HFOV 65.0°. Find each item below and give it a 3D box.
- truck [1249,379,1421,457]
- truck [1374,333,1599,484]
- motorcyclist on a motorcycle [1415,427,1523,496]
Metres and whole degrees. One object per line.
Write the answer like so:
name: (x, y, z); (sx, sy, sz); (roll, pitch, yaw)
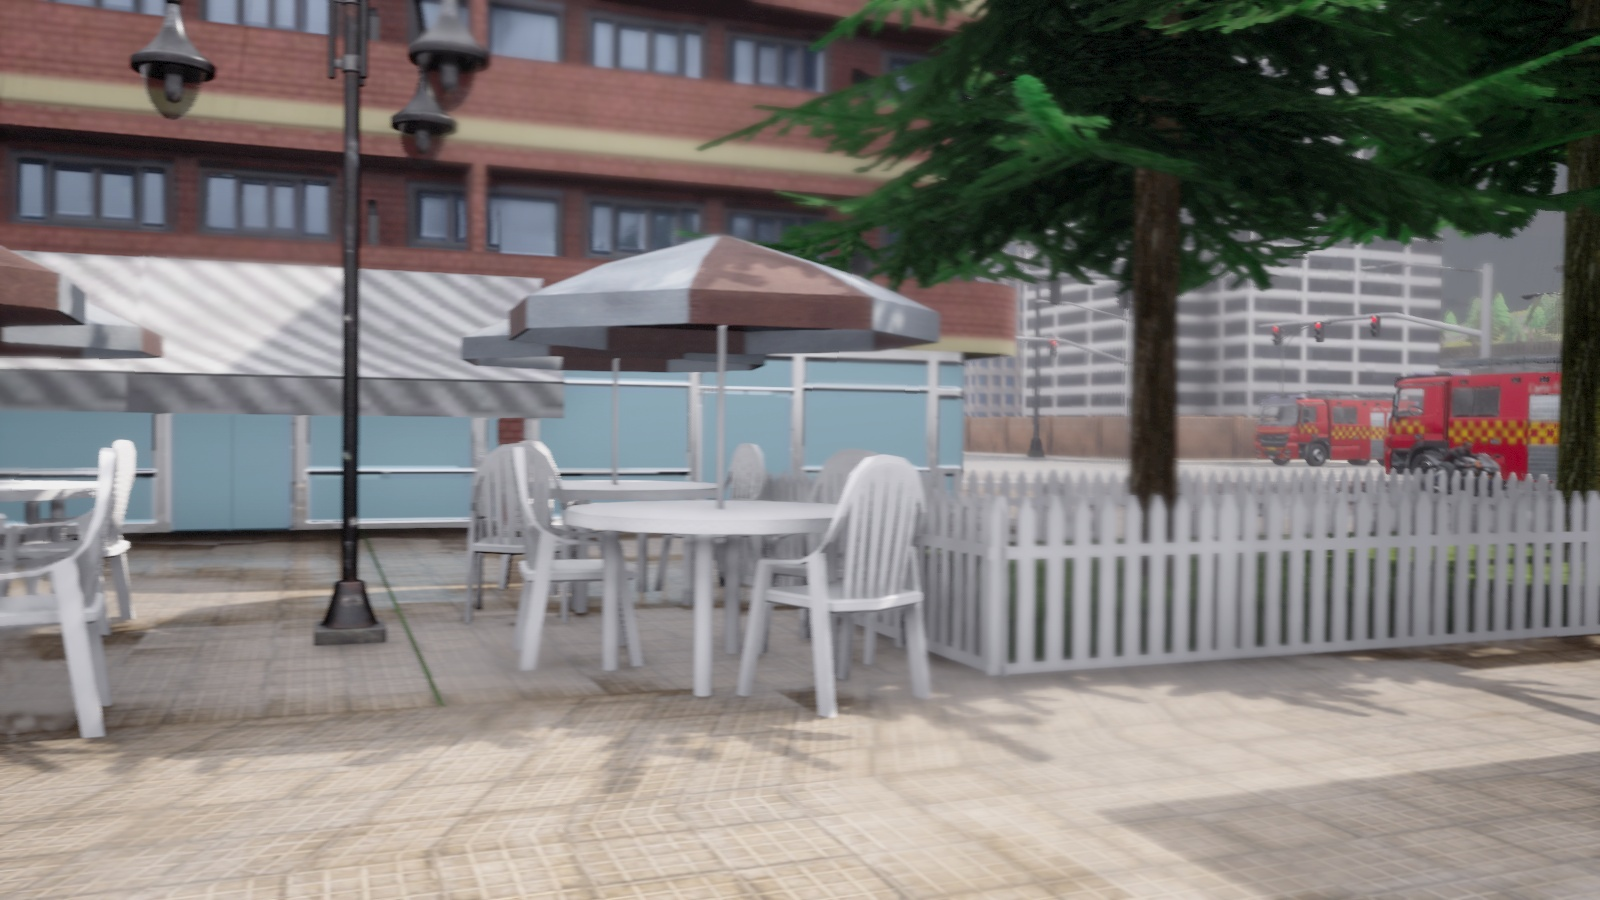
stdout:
truck: (27.382, -1.654, 64.278); (8.468, 3.827, 2.891); (-1, 1, -21)
truck: (20.654, -1.113, 35.486); (2.891, 3.827, 8.468); (-1, 1, -21)
motorcyclist on a motorcycle: (15.551, 0.244, 29.271); (0.866, 1.530, 2.191); (-1, 1, -21)
